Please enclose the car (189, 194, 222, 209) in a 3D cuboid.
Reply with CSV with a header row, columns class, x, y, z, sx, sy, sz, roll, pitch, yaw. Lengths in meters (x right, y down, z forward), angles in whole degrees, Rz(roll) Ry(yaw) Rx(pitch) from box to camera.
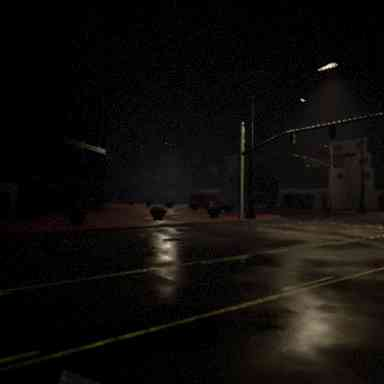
class,x,y,z,sx,sy,sz,roll,pitch,yaw
car,1.741,1.355,46.272,2.150,2.045,5.566,1,0,-35
